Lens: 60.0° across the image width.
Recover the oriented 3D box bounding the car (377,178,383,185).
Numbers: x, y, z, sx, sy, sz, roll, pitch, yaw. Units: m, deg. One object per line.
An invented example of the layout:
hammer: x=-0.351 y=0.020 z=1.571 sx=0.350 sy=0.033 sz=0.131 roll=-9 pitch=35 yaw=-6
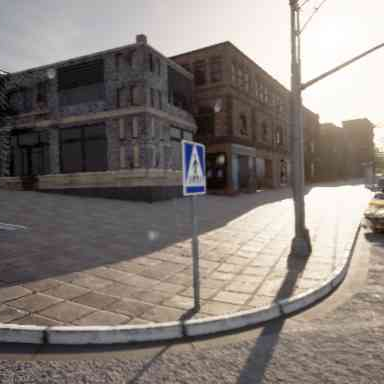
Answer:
car: x=11.903 y=0.233 z=17.148 sx=4.553 sy=1.767 sz=2.185 roll=-3 pitch=2 yaw=10

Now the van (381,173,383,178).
van: x=13.564 y=-0.066 z=19.721 sx=4.442 sy=1.987 sz=1.878 roll=-3 pitch=2 yaw=10

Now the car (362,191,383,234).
car: x=8.809 y=0.776 z=12.045 sx=4.792 sy=1.488 sz=2.163 roll=-3 pitch=3 yaw=9

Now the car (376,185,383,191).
car: x=10.617 y=0.536 z=14.504 sx=5.366 sy=1.575 sz=1.946 roll=-3 pitch=2 yaw=10

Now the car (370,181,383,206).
car: x=14.995 y=-0.026 z=22.344 sx=4.892 sy=1.521 sz=2.231 roll=-3 pitch=2 yaw=11

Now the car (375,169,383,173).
car: x=22.936 y=-1.246 z=35.155 sx=5.566 sy=2.045 sz=2.435 roll=-3 pitch=2 yaw=12
